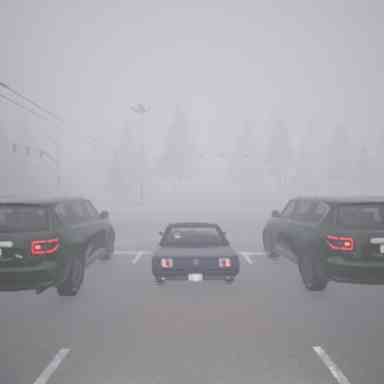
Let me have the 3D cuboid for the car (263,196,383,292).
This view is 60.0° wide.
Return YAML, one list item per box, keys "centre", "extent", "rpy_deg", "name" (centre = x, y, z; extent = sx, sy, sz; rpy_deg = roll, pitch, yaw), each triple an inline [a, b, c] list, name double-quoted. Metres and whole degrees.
- centre: [3.508, 1.094, 8.764]
  extent: [2.150, 2.045, 5.566]
  rpy_deg: [0, 1, -2]
  name: "car"

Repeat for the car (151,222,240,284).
- centre: [0.014, 1.468, 9.168]
  extent: [1.895, 1.301, 4.718]
  rpy_deg: [0, 1, -2]
  name: "car"

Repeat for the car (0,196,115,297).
- centre: [-3.484, 1.099, 8.356]
  extent: [2.150, 2.045, 5.566]
  rpy_deg: [0, 1, -2]
  name: "car"
